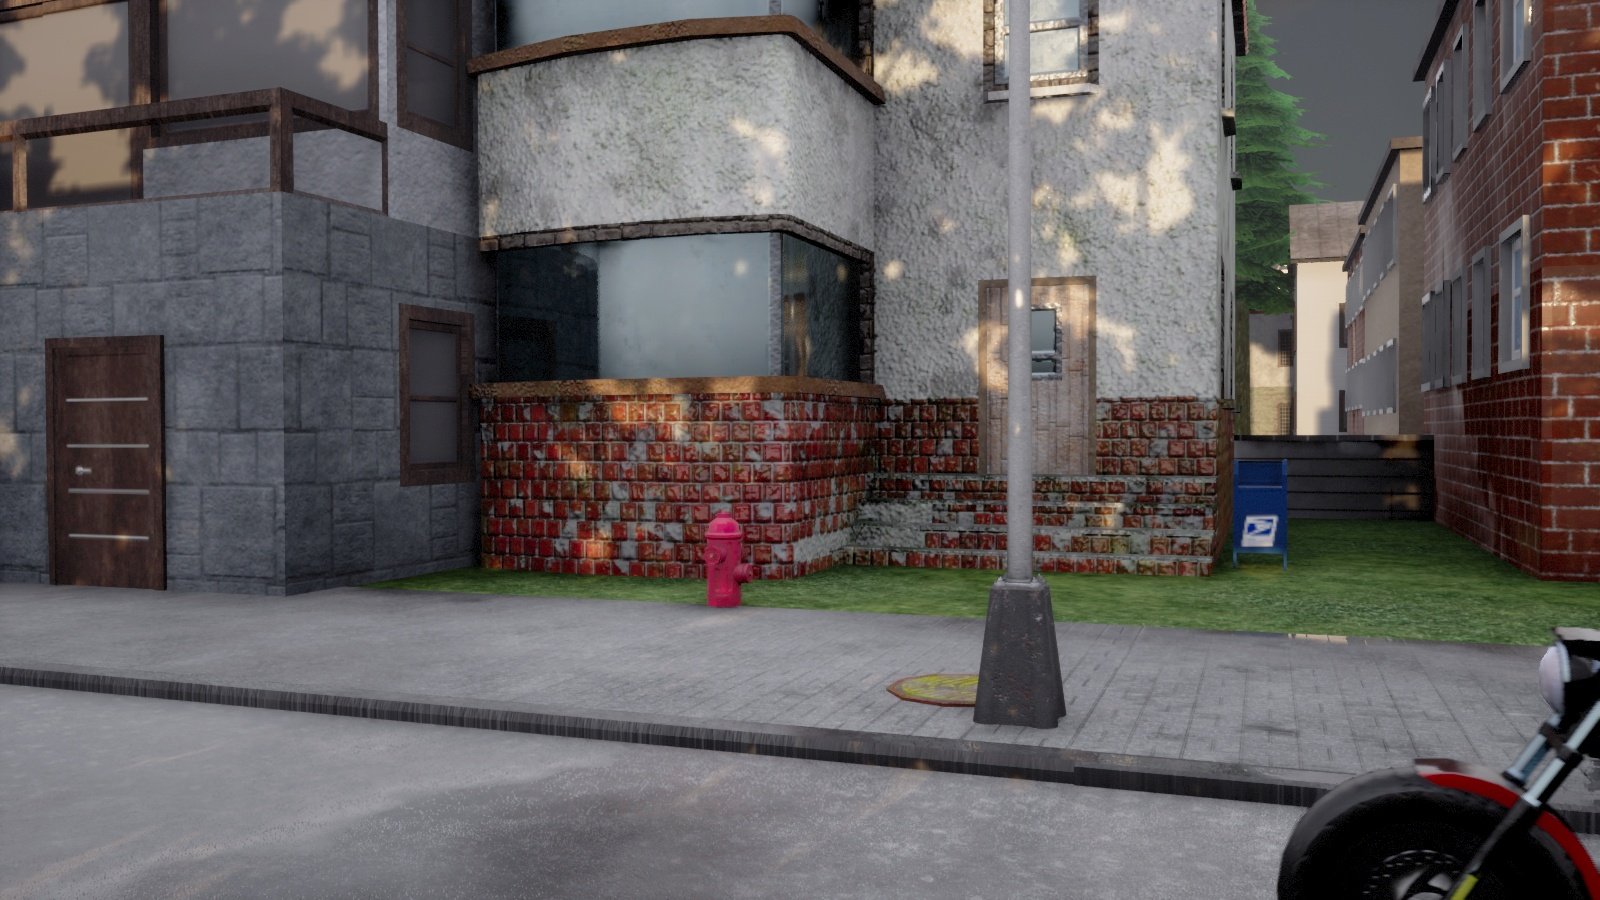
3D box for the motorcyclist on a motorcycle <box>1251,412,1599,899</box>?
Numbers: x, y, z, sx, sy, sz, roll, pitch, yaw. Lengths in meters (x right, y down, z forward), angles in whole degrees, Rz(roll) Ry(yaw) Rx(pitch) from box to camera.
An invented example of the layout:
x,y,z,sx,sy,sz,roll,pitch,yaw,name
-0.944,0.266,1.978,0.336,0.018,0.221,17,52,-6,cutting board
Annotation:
x,y,z,sx,sy,sz,roll,pitch,yaw,name
2.307,0.740,2.883,2.350,1.649,0.766,0,1,23,motorcyclist on a motorcycle
